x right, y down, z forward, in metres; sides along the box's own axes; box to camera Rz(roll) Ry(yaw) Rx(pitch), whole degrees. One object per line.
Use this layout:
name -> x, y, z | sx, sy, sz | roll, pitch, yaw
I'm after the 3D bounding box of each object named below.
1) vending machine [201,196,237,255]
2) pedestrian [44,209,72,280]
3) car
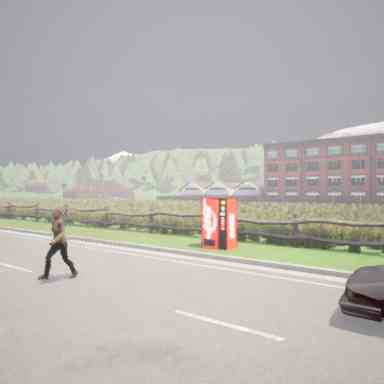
vending machine -> 1.025, 1.195, 12.520 | 0.880, 2.100, 1.100 | 0, 0, 36
pedestrian -> -3.350, 1.294, 8.320 | 0.375, 1.860, 0.375 | 0, 0, 36
car -> 5.062, 1.547, 4.668 | 5.357, 1.411, 2.033 | 0, 0, 35
